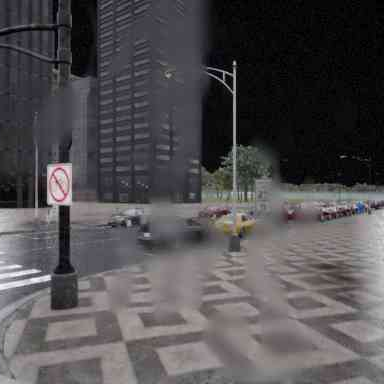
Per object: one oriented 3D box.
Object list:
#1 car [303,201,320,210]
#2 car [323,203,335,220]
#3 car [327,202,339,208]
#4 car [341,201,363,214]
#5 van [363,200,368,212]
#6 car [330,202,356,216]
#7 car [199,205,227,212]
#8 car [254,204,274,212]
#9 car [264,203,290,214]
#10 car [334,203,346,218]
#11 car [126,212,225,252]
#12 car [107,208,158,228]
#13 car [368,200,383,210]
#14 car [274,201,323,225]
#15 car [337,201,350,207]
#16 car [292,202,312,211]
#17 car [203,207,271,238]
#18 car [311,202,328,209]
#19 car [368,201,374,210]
[{"bbox_3d":[21.982,2.476,61.189,1.967,1.590,4.097,-1,-2,35],"label":"car"},{"bbox_3d":[12.544,2.114,33.255,1.887,1.381,4.507,-1,-2,35],"label":"car"},{"bbox_3d":[31.809,2.891,74.974,1.802,1.307,4.206,-1,-2,35],"label":"car"},{"bbox_3d":[22.370,2.294,47.046,1.967,1.590,4.097,-1,-2,35],"label":"car"},{"bbox_3d":[25.646,2.289,51.644,1.690,1.788,3.998,-1,-2,35],"label":"van"},{"bbox_3d":[19.095,2.304,42.447,1.887,1.381,4.507,-1,-2,35],"label":"car"},{"bbox_3d":[2.331,2.016,33.613,1.887,1.381,4.507,-1,-2,35],"label":"car"},{"bbox_3d":[8.881,2.210,42.804,2.008,1.369,4.403,-1,-2,35],"label":"car"},{"bbox_3d":[12.156,2.305,47.399,2.008,1.369,4.403,-1,-2,35],"label":"car"},{"bbox_3d":[15.823,2.246,37.856,1.802,1.307,4.206,-1,-2,36],"label":"car"},{"bbox_3d":[-0.557,1.775,14.872,1.947,1.339,4.313,-1,-2,35],"label":"car"},{"bbox_3d":[-4.219,1.842,24.421,2.008,1.369,4.403,-1,-1,35],"label":"car"},{"bbox_3d":[35.473,2.539,65.433,2.192,1.841,5.009,-1,-2,35],"label":"car"},{"bbox_3d":[9.268,1.791,28.665,2.192,1.841,5.009,-1,-2,35],"label":"car"},{"bbox_3d":[38.360,3.037,84.166,2.008,1.369,4.403,-1,-1,35],"label":"car"},{"bbox_3d":[18.707,2.494,56.591,2.008,1.369,4.403,-1,-2,35],"label":"car"},{"bbox_3d":[2.816,1.824,19.606,1.752,1.417,4.829,-1,-2,35],"label":"car"},{"bbox_3d":[25.258,2.673,65.783,1.887,1.381,4.507,-1,-2,35],"label":"car"},{"bbox_3d":[28.922,2.592,56.235,2.008,1.369,4.403,-1,-2,35],"label":"car"}]
